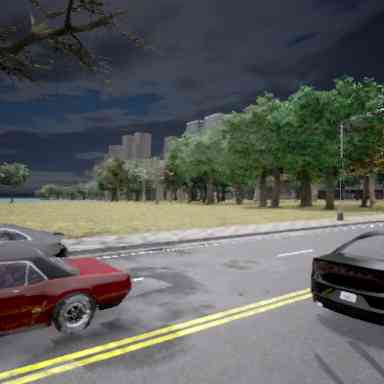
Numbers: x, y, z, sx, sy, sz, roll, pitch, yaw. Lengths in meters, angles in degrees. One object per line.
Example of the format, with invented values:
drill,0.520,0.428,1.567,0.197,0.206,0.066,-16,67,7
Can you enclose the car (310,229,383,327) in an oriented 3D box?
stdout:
car,4.443,1.480,6.610,5.008,1.535,1.882,0,0,-35

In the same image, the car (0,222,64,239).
car,-5.464,1.491,7.772,4.902,1.511,2.128,0,0,-36

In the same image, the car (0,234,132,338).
car,-3.467,1.600,5.205,4.718,1.301,1.895,0,0,-36
